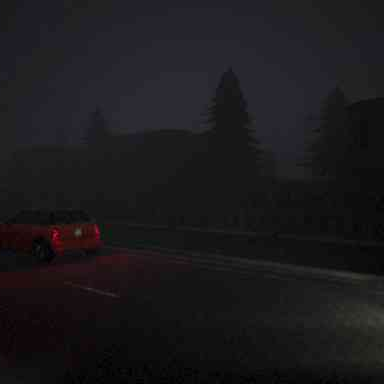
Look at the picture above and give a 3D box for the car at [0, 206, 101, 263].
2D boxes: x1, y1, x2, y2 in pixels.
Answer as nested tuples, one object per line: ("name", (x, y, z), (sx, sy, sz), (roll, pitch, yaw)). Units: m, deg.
("car", (-5.456, 1.344, 12.127), (4.553, 1.767, 2.097), (0, 0, 35))
